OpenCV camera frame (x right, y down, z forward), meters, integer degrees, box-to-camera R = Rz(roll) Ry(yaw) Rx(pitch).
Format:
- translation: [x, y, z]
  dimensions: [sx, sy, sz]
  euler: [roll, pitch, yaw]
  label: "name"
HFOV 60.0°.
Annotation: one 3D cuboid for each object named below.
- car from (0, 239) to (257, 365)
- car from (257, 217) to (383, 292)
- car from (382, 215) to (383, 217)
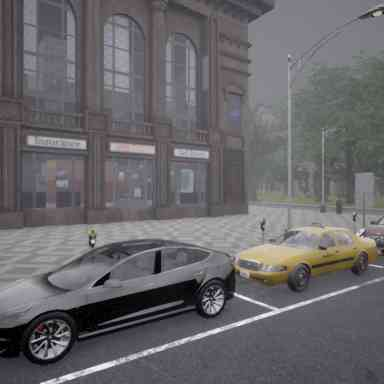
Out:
- translation: [-1.136, 1.566, 5.841]
  dimensions: [4.313, 1.339, 1.947]
  euler: [0, 0, -36]
  label: "car"
- translation: [3.150, 1.526, 8.903]
  dimensions: [4.829, 1.417, 1.752]
  euler: [0, 0, -36]
  label: "car"
- translation: [7.712, 1.441, 12.163]
  dimensions: [4.097, 1.590, 1.967]
  euler: [0, 0, -36]
  label: "car"
